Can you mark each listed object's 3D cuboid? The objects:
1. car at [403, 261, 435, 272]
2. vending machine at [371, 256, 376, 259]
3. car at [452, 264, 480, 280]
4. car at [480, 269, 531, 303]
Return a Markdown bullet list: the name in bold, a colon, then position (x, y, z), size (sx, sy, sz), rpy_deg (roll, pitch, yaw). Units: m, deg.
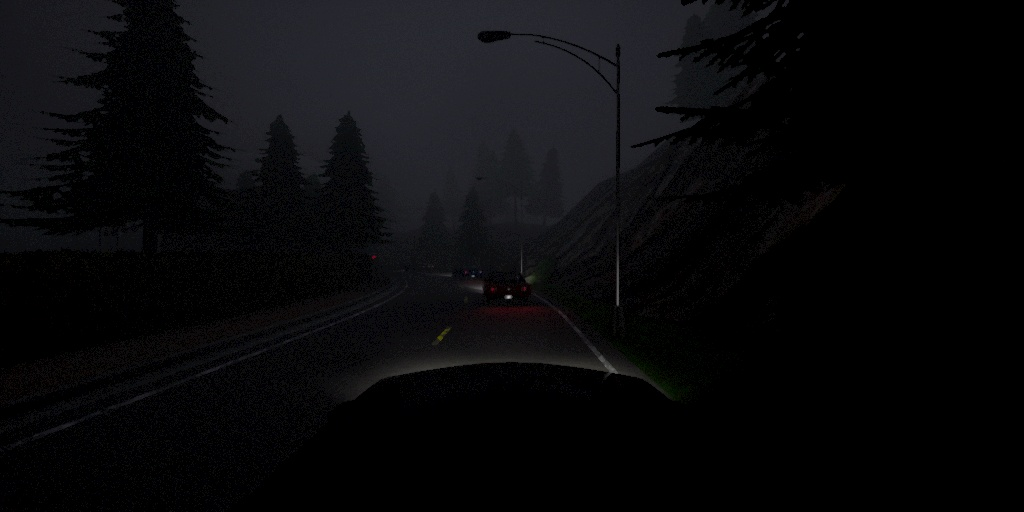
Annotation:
- **car**: position (-11.825, 1.314, 45.347), size (2.033, 1.411, 5.357), rpy_deg (0, 0, -43)
- **vending machine**: position (-21.962, 0.945, 56.050), size (0.880, 2.100, 1.100), rpy_deg (0, 0, 19)
- **car**: position (-3.996, 1.367, 31.679), size (1.895, 1.301, 4.718), rpy_deg (0, 0, -21)
- **car**: position (-0.377, 1.367, 16.709), size (1.895, 1.301, 4.718), rpy_deg (0, 0, -6)
